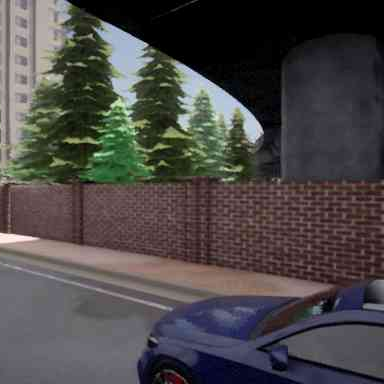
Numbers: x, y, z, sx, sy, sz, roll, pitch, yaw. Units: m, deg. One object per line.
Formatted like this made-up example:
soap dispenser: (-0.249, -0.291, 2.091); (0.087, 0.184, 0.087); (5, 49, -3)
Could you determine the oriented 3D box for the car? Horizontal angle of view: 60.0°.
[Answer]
car: (1.609, 1.525, 2.816); (4.674, 1.442, 1.812); (0, 0, 37)
